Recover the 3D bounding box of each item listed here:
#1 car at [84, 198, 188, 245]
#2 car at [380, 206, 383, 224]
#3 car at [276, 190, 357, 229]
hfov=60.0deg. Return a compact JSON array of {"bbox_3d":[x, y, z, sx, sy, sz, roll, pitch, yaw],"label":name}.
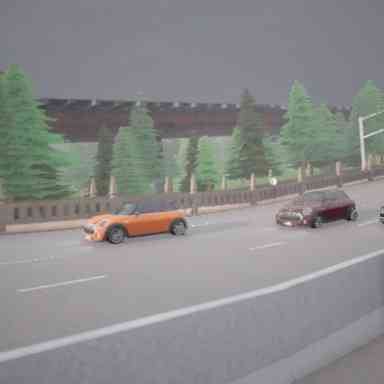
[{"bbox_3d":[-2.503,1.212,15.083,4.553,1.767,2.097,-3,1,-35],"label":"car"},{"bbox_3d":[10.842,0.678,15.908,4.902,1.511,2.128,-6,3,-35],"label":"car"},{"bbox_3d":[6.395,0.764,17.073,4.553,1.767,2.097,-5,3,-35],"label":"car"}]
